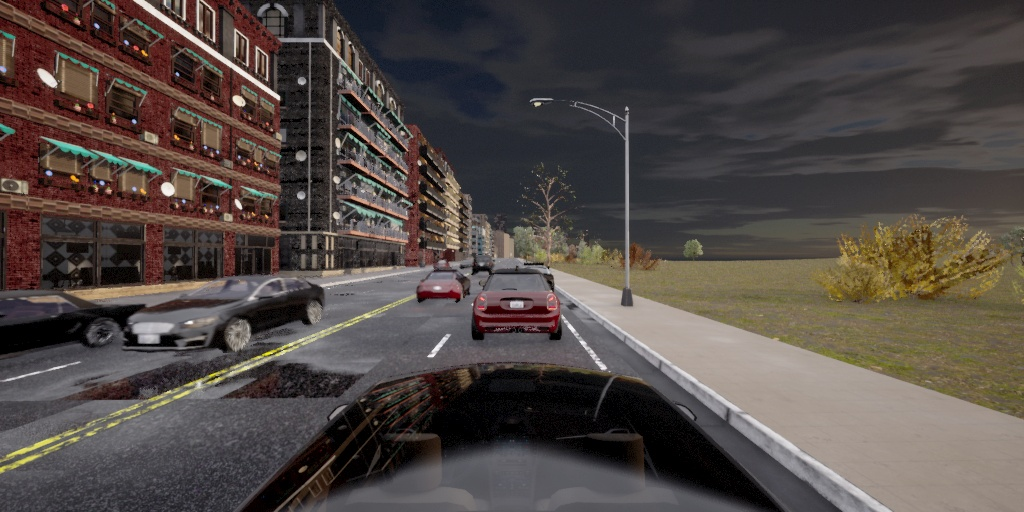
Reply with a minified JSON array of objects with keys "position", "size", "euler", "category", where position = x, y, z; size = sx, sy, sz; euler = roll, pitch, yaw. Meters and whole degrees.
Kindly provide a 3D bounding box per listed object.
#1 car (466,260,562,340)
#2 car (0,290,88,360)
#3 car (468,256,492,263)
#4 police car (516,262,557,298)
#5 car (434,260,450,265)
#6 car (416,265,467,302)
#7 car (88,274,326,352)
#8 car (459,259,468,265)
[{"position":[0.114,1.103,10.109],"size":[2.097,1.767,4.553],"euler":[0,0,0],"category":"car"},{"position":[-9.841,1.351,6.498],"size":[1.895,1.301,4.718],"euler":[0,0,0],"category":"car"},{"position":[-3.062,0.976,38.998],"size":[2.150,2.045,5.566],"euler":[0,0,0],"category":"car"},{"position":[1.178,1.177,19.604],"size":[1.930,1.638,5.238],"euler":[0,0,0],"category":"police car"},{"position":[-9.734,1.276,49.750],"size":[1.812,1.442,4.674],"euler":[0,0,0],"category":"car"},{"position":[-3.116,1.316,17.026],"size":[1.994,1.385,4.181],"euler":[0,0,0],"category":"car"},{"position":[-6.584,1.242,8.956],"size":[2.128,1.511,4.902],"euler":[0,0,0],"category":"car"},{"position":[-6.477,1.255,52.053],"size":[1.837,1.490,4.892],"euler":[0,0,0],"category":"car"}]
